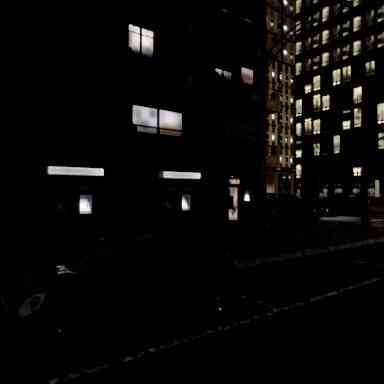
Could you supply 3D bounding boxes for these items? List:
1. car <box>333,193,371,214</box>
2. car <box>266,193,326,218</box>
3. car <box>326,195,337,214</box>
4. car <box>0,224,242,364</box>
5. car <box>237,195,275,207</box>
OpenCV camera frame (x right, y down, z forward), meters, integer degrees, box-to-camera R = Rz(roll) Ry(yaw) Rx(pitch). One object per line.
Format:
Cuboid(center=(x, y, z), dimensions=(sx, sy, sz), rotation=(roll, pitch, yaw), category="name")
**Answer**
Cuboid(center=(14.342, 1.029, 31.763), dimensions=(2.192, 1.841, 5.009), rotation=(1, 0, -36), category="car")
Cuboid(center=(7.630, 1.010, 26.746), dimensions=(2.192, 1.841, 5.009), rotation=(2, 0, -36), category="car")
Cuboid(center=(9.429, 1.197, 28.638), dimensions=(1.837, 1.490, 4.892), rotation=(0, 1, -36), category="car")
Cuboid(center=(-1.116, 1.440, 5.780), dimensions=(4.097, 1.590, 1.967), rotation=(0, 0, -36), category="car")
Cuboid(center=(7.759, 1.073, 40.698), dimensions=(1.947, 1.339, 4.313), rotation=(1, 0, -36), category="car")
